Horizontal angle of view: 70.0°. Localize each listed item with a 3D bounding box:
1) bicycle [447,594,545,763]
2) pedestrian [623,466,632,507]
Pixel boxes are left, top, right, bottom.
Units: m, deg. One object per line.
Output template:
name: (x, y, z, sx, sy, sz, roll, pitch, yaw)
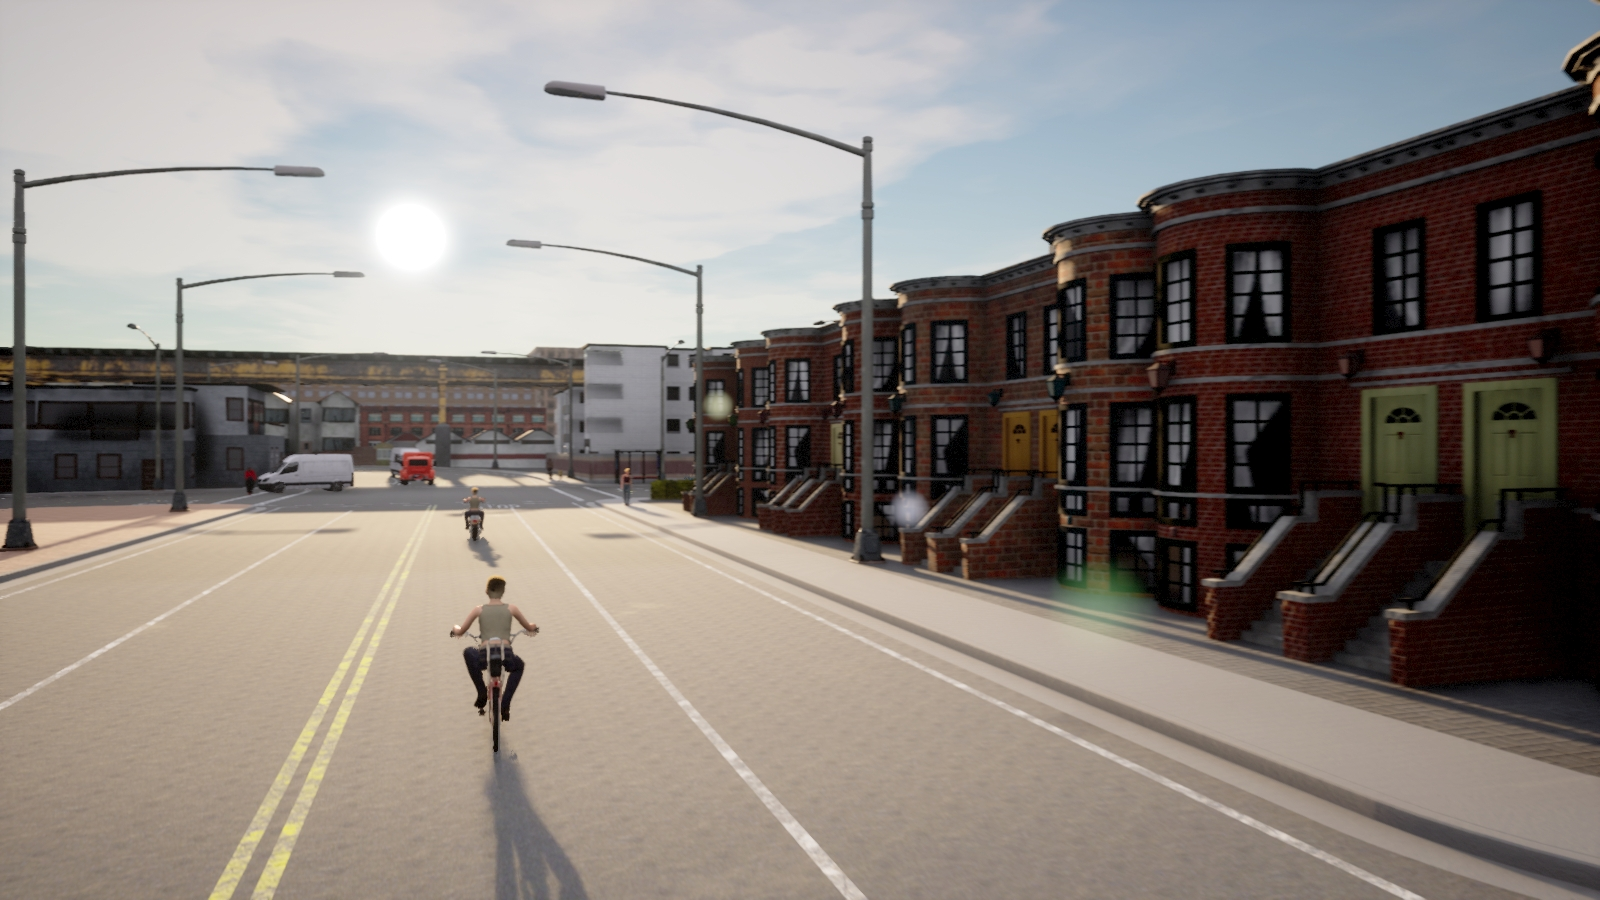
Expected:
bicycle: (-2.942, 2.146, 11.044, 0.859, 1.301, 1.487, 0, 0, -15)
pedestrian: (-8.051, 1.699, 53.270, 0.375, 1.860, 0.375, 0, 0, -18)
